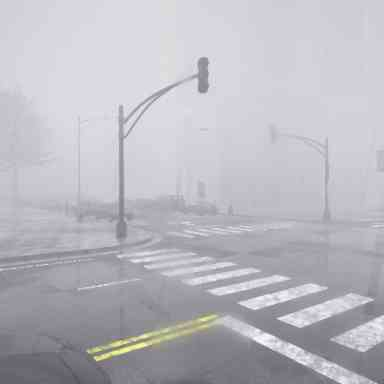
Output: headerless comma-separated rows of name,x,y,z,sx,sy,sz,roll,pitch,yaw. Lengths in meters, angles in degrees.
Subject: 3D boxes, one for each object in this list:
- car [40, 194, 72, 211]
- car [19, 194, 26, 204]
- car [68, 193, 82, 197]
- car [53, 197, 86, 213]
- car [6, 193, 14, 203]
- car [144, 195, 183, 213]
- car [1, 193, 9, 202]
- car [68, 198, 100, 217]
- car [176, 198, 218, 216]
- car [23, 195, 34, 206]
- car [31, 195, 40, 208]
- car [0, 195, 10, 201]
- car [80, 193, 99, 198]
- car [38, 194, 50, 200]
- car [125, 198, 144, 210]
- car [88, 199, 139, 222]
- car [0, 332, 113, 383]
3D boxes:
car,-16.172,1.332,39.412,1.967,1.590,4.097,0,0,-36
car,-26.176,1.420,53.057,1.947,1.339,4.313,0,0,-36
car,-19.297,1.124,58.091,2.192,1.841,5.009,0,0,-36
car,-12.838,1.491,34.865,1.802,1.307,4.206,0,0,-36
car,-32.845,1.380,62.153,1.887,1.381,4.507,0,0,-36
car,-2.627,1.195,35.354,2.192,1.841,5.009,0,0,-36
car,-36.180,1.140,66.701,2.192,1.841,5.009,0,0,-36
car,-9.504,1.492,30.317,1.947,1.339,4.313,0,0,-36
car,0.708,1.482,30.807,1.802,1.307,4.206,0,0,-36
car,-22.740,1.391,48.371,1.752,1.417,4.829,0,0,-36
car,-19.507,1.460,43.961,1.802,1.307,4.206,0,0,-36
car,-42.847,1.390,75.797,1.802,1.307,4.206,0,0,-36
car,-15.963,1.365,53.544,1.887,1.381,4.507,0,0,-36
car,-36.067,1.288,80.966,1.752,1.417,4.829,0,0,-36
car,-5.961,1.429,39.902,1.947,1.339,4.313,0,0,-36
car,-6.169,1.512,25.768,1.947,1.339,4.313,0,0,-36
car,-2.723,1.505,1.487,4.892,1.490,1.837,0,0,-37
